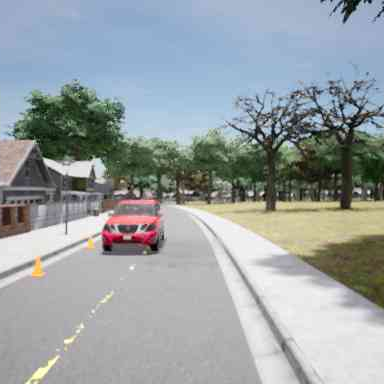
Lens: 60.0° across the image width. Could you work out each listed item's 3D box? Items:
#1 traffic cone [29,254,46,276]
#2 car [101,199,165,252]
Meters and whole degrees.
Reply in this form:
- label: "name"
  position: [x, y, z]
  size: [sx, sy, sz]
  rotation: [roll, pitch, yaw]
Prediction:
- label: "traffic cone"
  position: [-4.334, 2.040, 9.370]
  size: [0.340, 0.580, 0.340]
  rotation: [0, -1, 0]
- label: "car"
  position: [-2.427, 1.366, 14.992]
  size: [2.150, 2.045, 5.566]
  rotation: [0, -1, -1]
